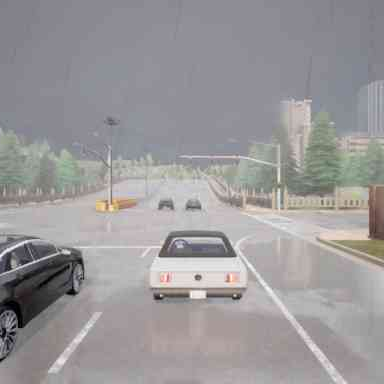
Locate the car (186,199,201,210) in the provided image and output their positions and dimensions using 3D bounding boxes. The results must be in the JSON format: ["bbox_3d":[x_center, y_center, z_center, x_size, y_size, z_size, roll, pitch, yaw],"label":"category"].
[{"bbox_3d":[0.200,1.584,43.724,1.994,1.385,4.181,0,0,0],"label":"car"}]

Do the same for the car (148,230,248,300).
[{"bbox_3d":[0.118,1.605,8.353,1.895,1.301,4.718,0,0,0],"label":"car"}]

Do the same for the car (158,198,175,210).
[{"bbox_3d":[-3.303,1.525,43.595,1.837,1.490,4.892,0,0,0],"label":"car"}]

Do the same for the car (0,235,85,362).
[{"bbox_3d":[-3.387,1.494,5.819,2.128,1.511,4.902,0,0,0],"label":"car"}]
